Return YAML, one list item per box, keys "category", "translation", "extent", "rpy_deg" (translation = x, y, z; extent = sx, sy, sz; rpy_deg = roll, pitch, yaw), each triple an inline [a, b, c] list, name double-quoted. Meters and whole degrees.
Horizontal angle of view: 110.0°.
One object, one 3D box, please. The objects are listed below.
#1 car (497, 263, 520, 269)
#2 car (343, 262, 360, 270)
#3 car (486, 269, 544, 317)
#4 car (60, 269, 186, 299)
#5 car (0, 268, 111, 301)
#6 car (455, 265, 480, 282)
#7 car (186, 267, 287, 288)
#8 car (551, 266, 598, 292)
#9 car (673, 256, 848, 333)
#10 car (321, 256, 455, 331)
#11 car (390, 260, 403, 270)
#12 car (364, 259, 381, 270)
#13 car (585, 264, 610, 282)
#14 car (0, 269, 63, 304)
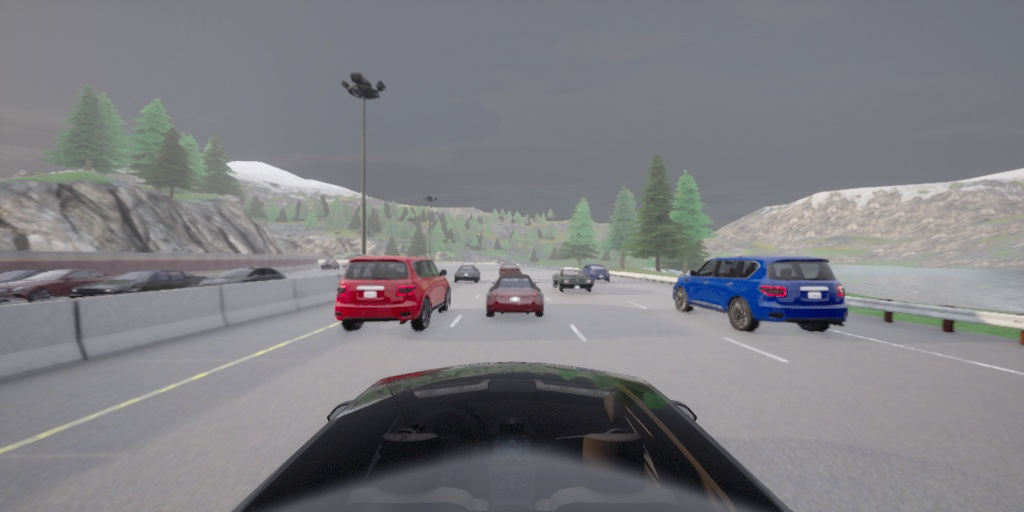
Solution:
- category: "car"
  translation: [-0.299, 1.364, 31.668]
  extent: [1.882, 1.535, 5.008]
  rpy_deg: [0, 0, -4]
- category: "car"
  translation: [-26.334, 1.611, 58.861]
  extent: [1.895, 1.301, 4.718]
  rpy_deg: [0, 0, -15]
- category: "car"
  translation: [0.100, 1.368, 13.542]
  extent: [1.994, 1.385, 4.181]
  rpy_deg: [0, 0, 0]
- category: "car"
  translation: [-17.614, 1.371, 17.532]
  extent: [2.033, 1.411, 5.357]
  rpy_deg: [0, 0, 0]
- category: "car"
  translation: [-24.611, 1.375, 18.415]
  extent: [2.033, 1.411, 5.357]
  rpy_deg: [0, 0, 0]
- category: "car"
  translation: [-3.736, 1.444, 30.257]
  extent: [1.994, 1.385, 4.181]
  rpy_deg: [0, 0, -4]
- category: "car"
  translation: [-14.147, 1.336, 19.128]
  extent: [1.837, 1.490, 4.892]
  rpy_deg: [0, 0, -1]
- category: "car"
  translation: [3.564, 1.443, 21.933]
  extent: [1.895, 1.301, 4.718]
  rpy_deg: [0, 0, -1]
- category: "car"
  translation: [7.101, 1.015, 11.095]
  extent: [2.150, 2.045, 5.566]
  rpy_deg: [0, 0, 0]
- category: "car"
  translation: [-3.399, 1.017, 11.292]
  extent: [2.150, 2.045, 5.566]
  rpy_deg: [0, 0, 0]
- category: "car"
  translation: [-19.803, 1.522, 61.468]
  extent: [1.837, 1.490, 4.892]
  rpy_deg: [0, 0, -15]
- category: "car"
  translation: [-22.490, 1.359, 57.961]
  extent: [2.097, 1.767, 4.553]
  rpy_deg: [0, 0, -14]
- category: "car"
  translation: [6.792, 1.404, 30.095]
  extent: [1.812, 1.442, 4.674]
  rpy_deg: [0, 0, -3]
- category: "car"
  translation: [-21.127, 1.346, 16.936]
  extent: [1.812, 1.442, 4.674]
  rpy_deg: [0, 0, 0]
